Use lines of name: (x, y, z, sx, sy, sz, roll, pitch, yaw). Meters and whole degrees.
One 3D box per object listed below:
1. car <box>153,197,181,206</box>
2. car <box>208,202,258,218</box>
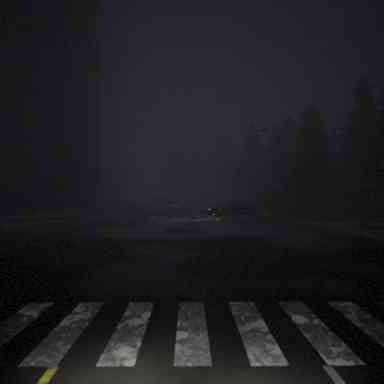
car: (-4.280, 1.527, 55.331, 2.033, 1.411, 5.357, 0, 0, -45)
car: (3.683, 1.575, 29.824, 4.718, 1.301, 1.895, -1, 0, -36)
